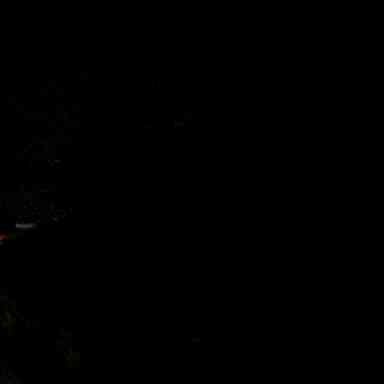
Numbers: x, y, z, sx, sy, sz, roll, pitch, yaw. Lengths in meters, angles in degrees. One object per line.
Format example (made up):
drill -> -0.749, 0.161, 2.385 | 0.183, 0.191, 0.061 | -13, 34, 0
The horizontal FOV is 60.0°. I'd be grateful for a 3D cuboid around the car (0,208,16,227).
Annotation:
car -> -13.421, 1.833, 22.735 | 1.882, 1.535, 5.008 | 3, -2, -18
